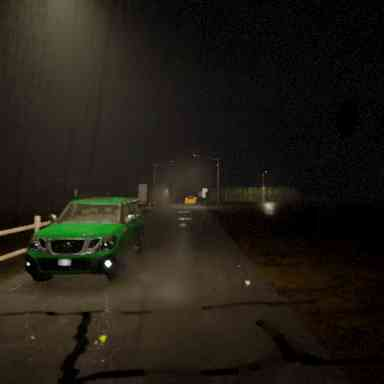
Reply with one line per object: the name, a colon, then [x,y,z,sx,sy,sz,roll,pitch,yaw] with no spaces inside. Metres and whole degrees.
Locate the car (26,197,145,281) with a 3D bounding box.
car: [-2.801,1.195,10.128,2.150,2.045,5.566,0,0,0]

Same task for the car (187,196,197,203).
car: [-0.020,1.580,68.783,1.994,1.385,4.181,0,-1,0]

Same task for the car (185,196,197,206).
car: [-0.171,1.556,58.383,1.882,1.535,5.008,0,0,2]
